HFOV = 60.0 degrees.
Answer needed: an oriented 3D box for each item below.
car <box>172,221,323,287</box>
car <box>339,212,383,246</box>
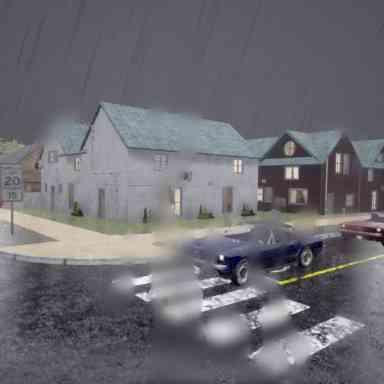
[{"bbox_3d":[1.753,1.537,9.415,4.718,1.301,1.895,1,2,-42],"label":"car"},{"bbox_3d":[8.743,1.613,15.366,4.718,1.301,1.895,1,2,-39],"label":"car"}]
